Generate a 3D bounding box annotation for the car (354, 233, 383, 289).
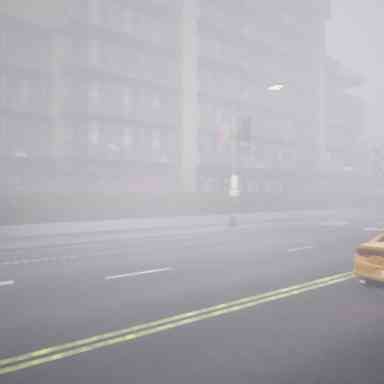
[{"bbox_3d":[5.953,1.510,8.060,5.008,1.535,1.882,1,0,-35],"label":"car"}]
